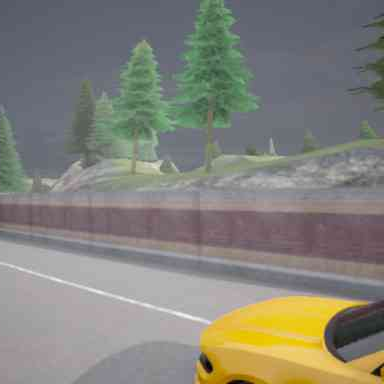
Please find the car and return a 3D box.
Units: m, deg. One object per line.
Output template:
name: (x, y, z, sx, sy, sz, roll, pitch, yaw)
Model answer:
car: (2.339, 1.474, 2.427, 5.008, 1.535, 1.882, -1, 0, 35)
